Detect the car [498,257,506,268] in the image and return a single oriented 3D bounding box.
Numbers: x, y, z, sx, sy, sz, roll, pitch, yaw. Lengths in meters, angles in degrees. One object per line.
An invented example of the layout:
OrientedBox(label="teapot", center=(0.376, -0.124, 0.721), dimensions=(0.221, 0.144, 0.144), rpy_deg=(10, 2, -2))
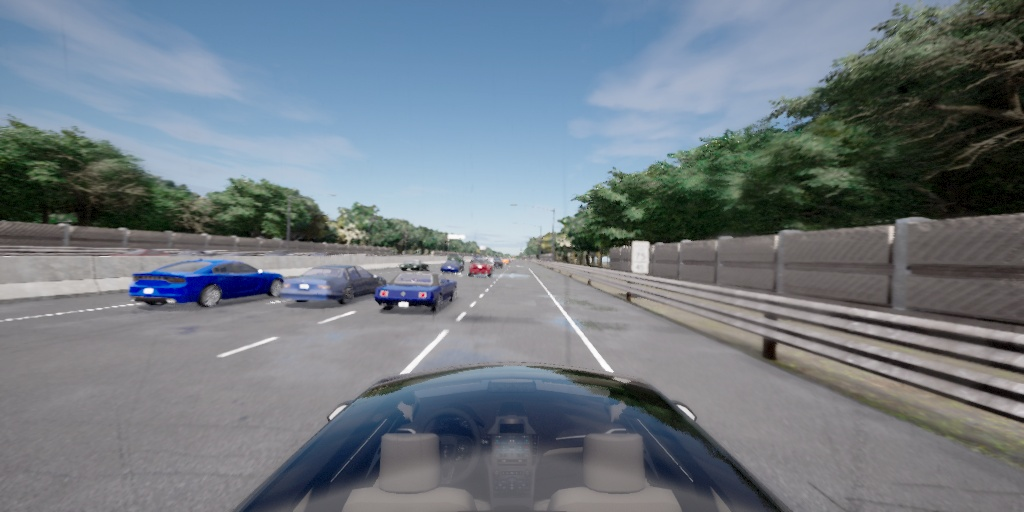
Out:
OrientedBox(label="car", center=(-2.394, 1.234, 59.251), dimensions=(1.812, 1.442, 4.674), rpy_deg=(2, 0, 1))

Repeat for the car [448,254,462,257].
OrientedBox(label="car", center=(-9.374, 0.672, 59.487), dimensions=(2.150, 2.045, 5.566), rpy_deg=(2, 0, 1))

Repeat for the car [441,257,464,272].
OrientedBox(label="car", center=(-6.288, 1.102, 38.111), dimensions=(1.994, 1.385, 4.181), rpy_deg=(2, 0, 1))

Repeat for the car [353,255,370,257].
OrientedBox(label="car", center=(-20.044, 0.615, 50.514), dimensions=(1.994, 1.385, 4.181), rpy_deg=(2, 0, 1))

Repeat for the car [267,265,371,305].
OrientedBox(label="car", center=(-6.796, 1.053, 14.325), dimensions=(2.033, 1.411, 5.357), rpy_deg=(2, 0, 1))

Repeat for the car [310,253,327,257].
OrientedBox(label="car", center=(-27.034, 0.335, 50.737), dimensions=(2.033, 1.411, 5.357), rpy_deg=(2, 0, 1))

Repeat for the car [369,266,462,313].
OrientedBox(label="car", center=(-3.319, 1.234, 13.420), dimensions=(1.895, 1.301, 4.718), rpy_deg=(2, 0, 1))

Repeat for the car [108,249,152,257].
OrientedBox(label="car", center=(-31.003, 0.146, 30.141), dimensions=(1.812, 1.442, 4.674), rpy_deg=(2, 0, 2))

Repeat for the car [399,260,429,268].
OrientedBox(label="car", center=(-9.817, 1.008, 36.516), dimensions=(1.895, 1.301, 4.718), rpy_deg=(2, 0, 1))

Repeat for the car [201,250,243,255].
OrientedBox(label="car", center=(-23.987, 0.445, 31.139), dimensions=(1.994, 1.385, 4.181), rpy_deg=(2, 0, 2))

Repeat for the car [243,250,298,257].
OrientedBox(label="car", center=(-20.480, 0.501, 31.491), dimensions=(2.128, 1.511, 4.902), rpy_deg=(2, 0, 2))

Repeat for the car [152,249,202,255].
OrientedBox(label="car", center=(-27.480, 0.243, 31.158), dimensions=(2.128, 1.511, 4.902), rpy_deg=(2, 0, 2))

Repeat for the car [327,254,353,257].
OrientedBox(label="car", center=(-23.540, 0.522, 50.642), dimensions=(1.895, 1.301, 4.718), rpy_deg=(2, 0, 1))

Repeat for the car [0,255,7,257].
OrientedBox(label="car", center=(-20.903, 0.549, 13.502), dimensions=(1.994, 1.385, 4.181), rpy_deg=(2, 0, 1))

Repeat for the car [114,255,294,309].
OrientedBox(label="car", center=(-10.330, 0.853, 12.723), dimensions=(1.882, 1.535, 5.008), rpy_deg=(2, 0, 1))

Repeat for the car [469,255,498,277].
OrientedBox(label="car", center=(-2.852, 1.014, 34.586), dimensions=(2.097, 1.767, 4.553), rpy_deg=(2, 0, 1))
